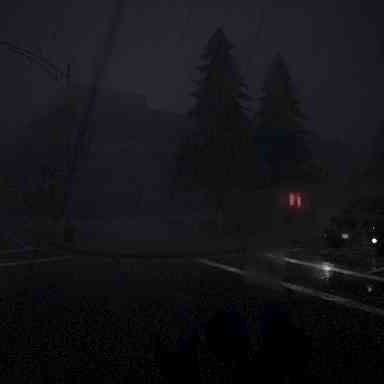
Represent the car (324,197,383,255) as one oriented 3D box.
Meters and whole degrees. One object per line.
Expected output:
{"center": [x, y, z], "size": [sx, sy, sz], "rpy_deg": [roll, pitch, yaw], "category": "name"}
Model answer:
{"center": [7.779, 1.248, 13.701], "size": [5.566, 2.045, 2.150], "rpy_deg": [0, 0, -36], "category": "car"}
